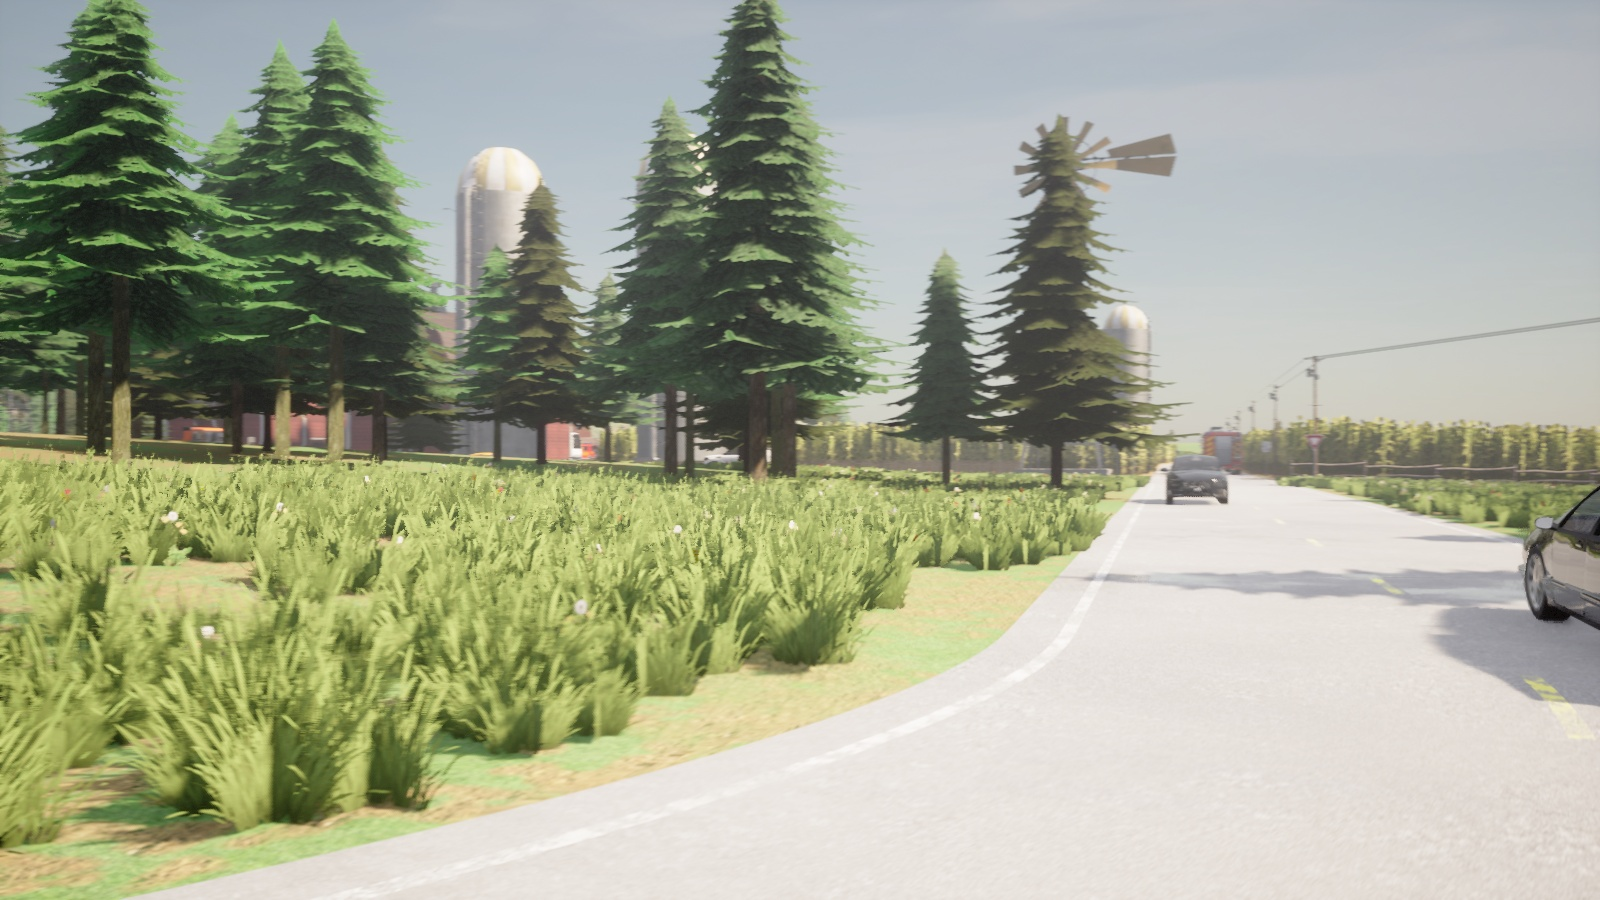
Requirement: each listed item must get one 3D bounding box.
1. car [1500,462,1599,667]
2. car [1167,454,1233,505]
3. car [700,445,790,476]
[{"bbox_3d":[6.935,0.810,9.514,2.033,1.411,5.357,0,0,20],"label":"car"},{"bbox_3d":[12.576,0.876,39.658,1.837,1.490,4.892,0,0,17],"label":"car"},{"bbox_3d":[-3.683,0.696,84.086,5.566,2.045,2.150,0,0,17],"label":"car"}]
